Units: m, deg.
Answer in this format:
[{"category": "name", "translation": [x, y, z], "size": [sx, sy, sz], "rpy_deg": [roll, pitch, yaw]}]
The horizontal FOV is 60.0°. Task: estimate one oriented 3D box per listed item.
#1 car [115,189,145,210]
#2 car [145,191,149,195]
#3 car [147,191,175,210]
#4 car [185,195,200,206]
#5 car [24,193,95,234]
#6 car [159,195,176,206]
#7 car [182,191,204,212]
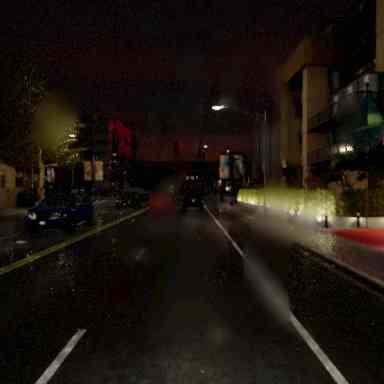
[{"category": "car", "translation": [-7.090, 0.940, 37.689], "size": [2.150, 2.045, 5.566], "rpy_deg": [0, 1, 0]}, {"category": "car", "translation": [-6.997, 0.912, 54.031], "size": [1.895, 1.301, 4.718], "rpy_deg": [0, 0, 0]}, {"category": "car", "translation": [-3.399, 1.074, 37.457], "size": [2.097, 1.767, 4.553], "rpy_deg": [0, 0, 0]}, {"category": "car", "translation": [0.103, 1.195, 47.428], "size": [2.033, 1.411, 5.357], "rpy_deg": [0, 0, 0]}, {"category": "car", "translation": [-7.094, 1.083, 18.475], "size": [2.150, 2.045, 5.566], "rpy_deg": [0, 0, 0]}, {"category": "car", "translation": [-3.399, 1.197, 47.205], "size": [2.033, 1.411, 5.357], "rpy_deg": [0, 0, 0]}, {"category": "car", "translation": [0.102, 0.958, 35.544], "size": [2.150, 2.045, 5.566], "rpy_deg": [0, 0, -1]}]
